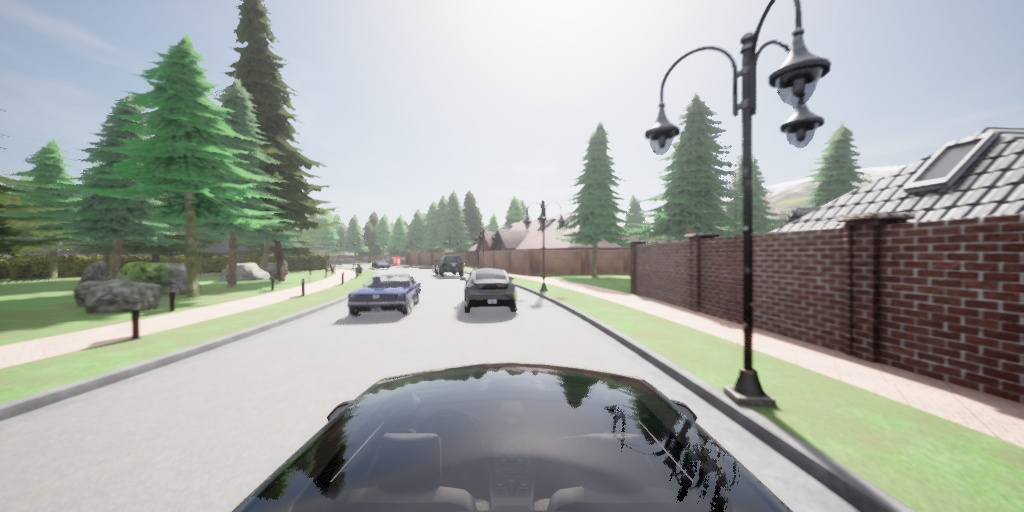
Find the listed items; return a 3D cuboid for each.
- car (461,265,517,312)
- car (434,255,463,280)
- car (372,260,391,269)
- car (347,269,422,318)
[{"bbox_3d":[-0.955,1.239,14.110,1.837,1.490,4.892,0,0,-7],"label":"car"},{"bbox_3d":[-6.288,0.942,35.457,2.150,2.045,5.566,0,0,-20],"label":"car"},{"bbox_3d":[-19.681,1.290,53.835,2.033,1.411,5.357,0,0,-32],"label":"car"},{"bbox_3d":[-4.520,1.350,13.316,1.895,1.301,4.718,0,0,-8],"label":"car"}]
